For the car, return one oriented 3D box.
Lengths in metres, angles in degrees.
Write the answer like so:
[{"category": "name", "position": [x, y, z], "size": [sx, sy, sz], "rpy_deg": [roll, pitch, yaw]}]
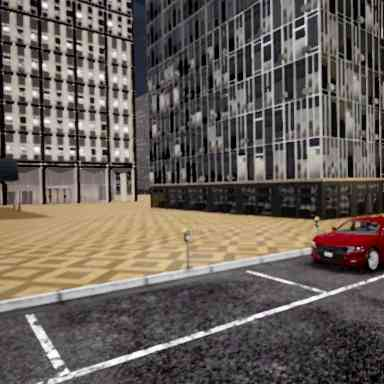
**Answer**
[{"category": "car", "position": [5.600, 1.462, 10.482], "size": [4.507, 1.381, 1.887], "rpy_deg": [-1, -1, -35]}]
